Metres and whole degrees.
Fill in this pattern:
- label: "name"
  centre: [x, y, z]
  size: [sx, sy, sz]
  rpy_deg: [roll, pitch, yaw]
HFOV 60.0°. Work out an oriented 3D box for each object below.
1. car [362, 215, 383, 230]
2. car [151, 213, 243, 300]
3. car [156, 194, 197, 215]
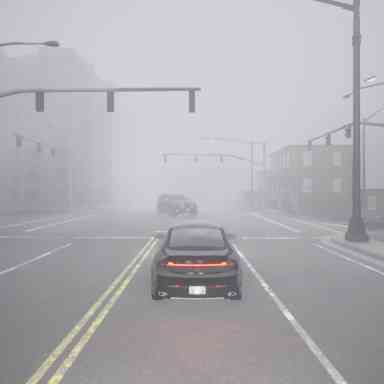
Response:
- label: "car"
  centre: [16.051, 2.655, 28.237]
  size: [4.181, 1.385, 1.994]
  rpy_deg: [8, 0, 0]
- label: "car"
  centre: [0.095, 1.505, 8.353]
  size: [1.837, 1.490, 4.892]
  rpy_deg: [0, 0, 0]
- label: "car"
  centre: [-1.550, 1.165, 30.389]
  size: [2.150, 2.045, 5.566]
  rpy_deg: [-1, 0, -26]
